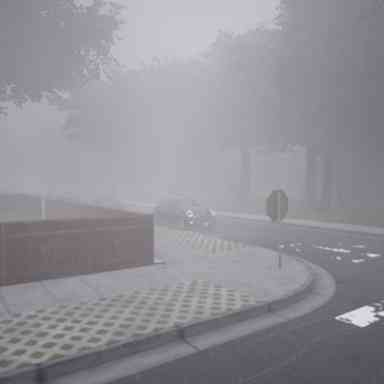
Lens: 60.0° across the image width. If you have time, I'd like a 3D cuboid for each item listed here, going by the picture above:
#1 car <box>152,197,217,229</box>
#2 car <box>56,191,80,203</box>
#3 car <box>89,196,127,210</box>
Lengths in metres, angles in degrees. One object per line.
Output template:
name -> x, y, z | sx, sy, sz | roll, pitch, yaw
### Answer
car -> -0.555, 1.118, 19.968 | 2.097, 1.767, 4.553 | -2, 2, -35
car -> -15.277, 0.603, 40.854 | 1.882, 1.535, 5.008 | -2, 3, -35
car -> -7.718, 1.051, 30.114 | 2.033, 1.411, 5.357 | -2, 2, -35
